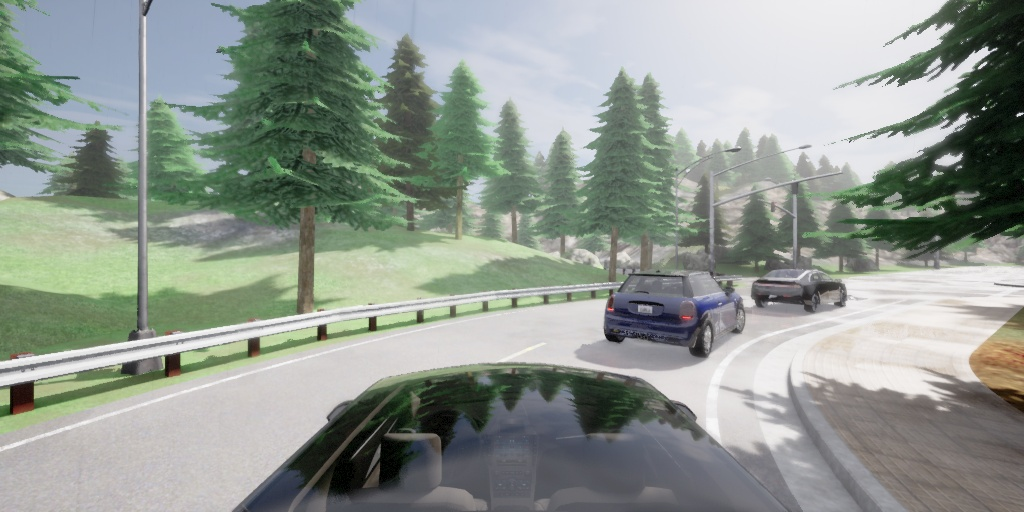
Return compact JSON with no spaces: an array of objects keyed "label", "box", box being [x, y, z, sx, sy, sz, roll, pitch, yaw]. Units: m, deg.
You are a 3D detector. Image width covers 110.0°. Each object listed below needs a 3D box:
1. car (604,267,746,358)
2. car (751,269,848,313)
[{"label":"car","box":[4.162,1.109,8.877,2.097,1.767,4.553,0,0,43]},{"label":"car","box":[11.341,1.256,14.091,4.902,1.511,2.128,0,0,-32]}]
